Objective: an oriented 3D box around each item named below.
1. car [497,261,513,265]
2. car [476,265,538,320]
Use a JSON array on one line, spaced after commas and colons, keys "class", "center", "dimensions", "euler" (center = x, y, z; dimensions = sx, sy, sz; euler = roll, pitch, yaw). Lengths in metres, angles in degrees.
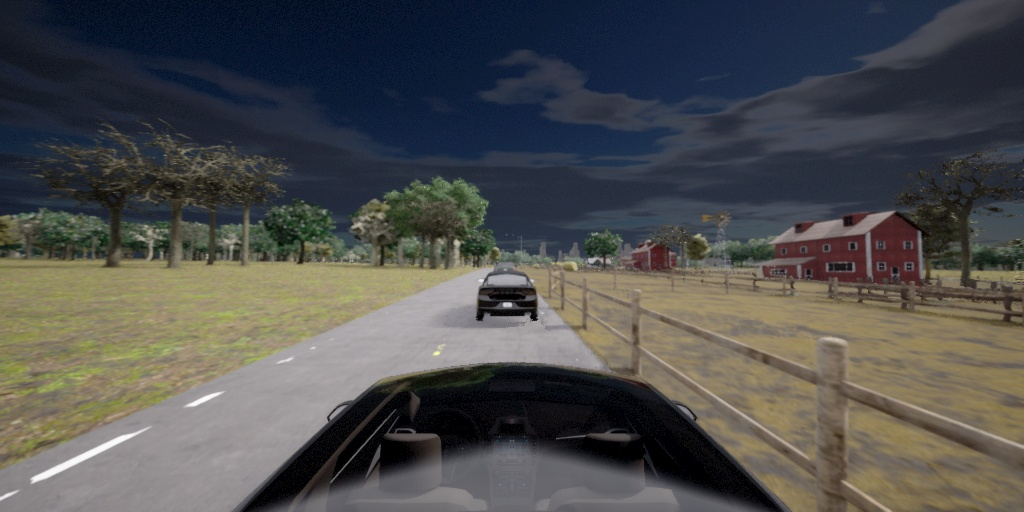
[{"class": "car", "center": [-0.641, 1.252, 32.851], "dimensions": [2.097, 1.767, 4.553], "euler": [0, -1, -1]}, {"class": "car", "center": [-0.184, 1.248, 12.690], "dimensions": [1.882, 1.535, 5.008], "euler": [0, 0, -1]}]
